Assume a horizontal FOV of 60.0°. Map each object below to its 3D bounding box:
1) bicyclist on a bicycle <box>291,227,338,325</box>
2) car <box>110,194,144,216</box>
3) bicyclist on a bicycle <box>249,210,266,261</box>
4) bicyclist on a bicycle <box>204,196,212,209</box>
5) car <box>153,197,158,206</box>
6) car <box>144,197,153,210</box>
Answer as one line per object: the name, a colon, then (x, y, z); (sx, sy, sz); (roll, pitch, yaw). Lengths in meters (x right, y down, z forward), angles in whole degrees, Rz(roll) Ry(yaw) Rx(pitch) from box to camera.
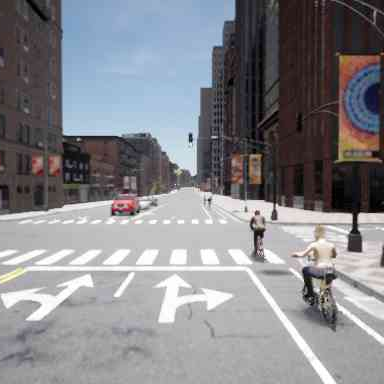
bicyclist on a bicycle: (2.314, 1.436, 6.117); (0.866, 1.612, 1.509); (0, 0, 0)
car: (-6.589, 1.236, 33.440); (2.150, 2.045, 5.566); (0, 0, 0)
bicyclist on a bicycle: (2.250, 1.454, 11.328); (0.582, 1.620, 1.656); (0, 0, 0)
bicyclist on a bicycle: (2.249, 1.390, 42.876); (0.659, 1.776, 1.843); (0, 0, 0)
car: (-6.554, 1.515, 53.486); (2.128, 1.511, 4.902); (0, 0, 1)
car: (-6.573, 1.545, 43.104); (1.812, 1.442, 4.674); (0, 0, 0)
